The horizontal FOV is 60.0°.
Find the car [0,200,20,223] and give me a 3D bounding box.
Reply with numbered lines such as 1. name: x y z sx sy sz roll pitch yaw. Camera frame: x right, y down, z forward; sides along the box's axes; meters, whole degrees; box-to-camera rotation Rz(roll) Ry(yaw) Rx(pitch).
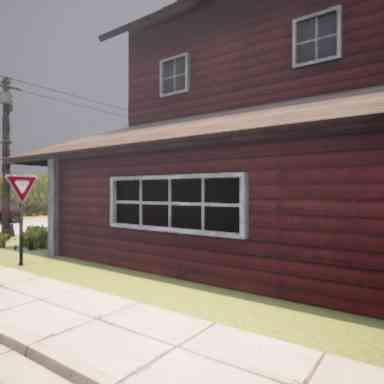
1. car: -14.279 1.339 22.848 2.097 1.767 4.553 0 0 36
